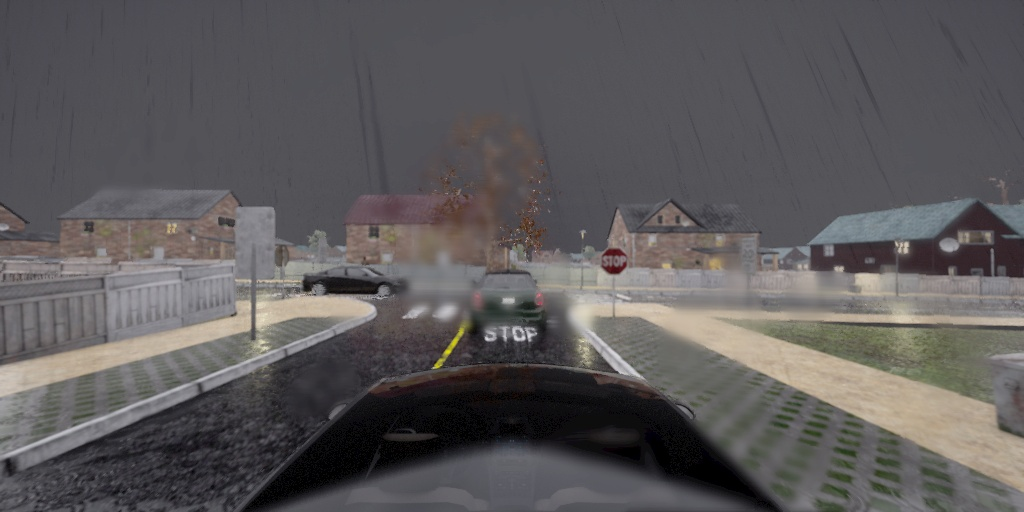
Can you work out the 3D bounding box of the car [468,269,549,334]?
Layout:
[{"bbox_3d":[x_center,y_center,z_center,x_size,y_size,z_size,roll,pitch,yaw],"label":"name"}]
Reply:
[{"bbox_3d":[-0.204,1.168,11.077,2.097,1.767,4.553,0,0,-4],"label":"car"}]

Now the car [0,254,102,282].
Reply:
[{"bbox_3d":[-22.927,0.805,17.533,4.553,1.767,2.097,1,-1,0],"label":"car"}]

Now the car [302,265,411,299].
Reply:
[{"bbox_3d":[-7.540,1.218,17.602,5.008,1.535,1.882,1,-1,0],"label":"car"}]

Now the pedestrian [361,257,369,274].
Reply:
[{"bbox_3d":[-9.672,0.923,23.457,0.375,1.860,0.375,0,-2,0],"label":"pedestrian"}]
